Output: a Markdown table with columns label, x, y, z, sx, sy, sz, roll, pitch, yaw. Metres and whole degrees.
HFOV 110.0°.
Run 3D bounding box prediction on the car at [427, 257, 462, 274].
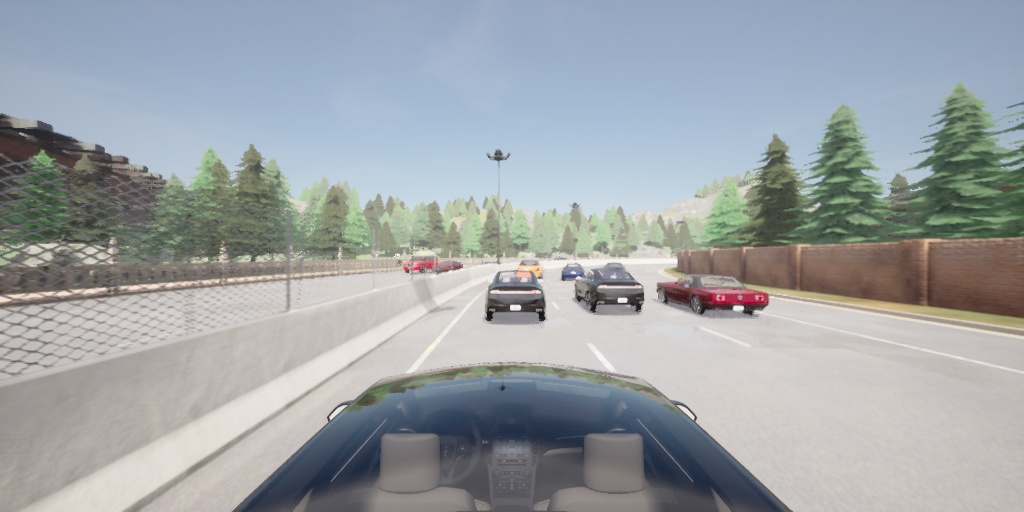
| label | x | y | z | sx | sy | sz | roll | pitch | yaw |
| --- | --- | --- | --- | --- | --- | --- | --- | --- | --- |
| car | -7.155 | 1.213 | 40.144 | 1.882 | 1.535 | 5.008 | 0 | 0 | 15 |

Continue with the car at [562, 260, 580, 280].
| label | x | y | z | sx | sy | sz | roll | pitch | yaw |
| --- | --- | --- | --- | --- | --- | --- | --- | --- | --- |
| car | 5.291 | 1.303 | 30.729 | 1.994 | 1.385 | 4.181 | 0 | 0 | 10 |

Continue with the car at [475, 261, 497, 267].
| label | x | y | z | sx | sy | sz | roll | pitch | yaw |
| --- | --- | --- | --- | --- | --- | --- | --- | --- | --- |
| car | -2.895 | 1.260 | 42.470 | 1.812 | 1.442 | 4.674 | 0 | 0 | 16 |

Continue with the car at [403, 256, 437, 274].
| label | x | y | z | sx | sy | sz | roll | pitch | yaw |
| --- | --- | --- | --- | --- | --- | --- | --- | --- | --- |
| car | -10.398 | 0.959 | 41.665 | 2.150 | 2.045 | 5.566 | 0 | 0 | 15 |

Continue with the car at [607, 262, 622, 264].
| label | x | y | z | sx | sy | sz | roll | pitch | yaw |
| --- | --- | --- | --- | --- | --- | --- | --- | --- | --- |
| car | 8.889 | 1.265 | 31.102 | 1.812 | 1.442 | 4.674 | 0 | 0 | 11 |

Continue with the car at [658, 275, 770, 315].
| label | x | y | z | sx | sy | sz | roll | pitch | yaw |
| --- | --- | --- | --- | --- | --- | --- | --- | --- | --- |
| car | 7.139 | 1.347 | 13.462 | 1.895 | 1.301 | 4.718 | 0 | 0 | 1 |

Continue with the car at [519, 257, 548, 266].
| label | x | y | z | sx | sy | sz | roll | pitch | yaw |
| --- | --- | --- | --- | --- | --- | --- | --- | --- | --- |
| car | 1.576 | 1.092 | 29.811 | 2.097 | 1.767 | 4.553 | 0 | 0 | 9 |

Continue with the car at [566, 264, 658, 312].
| label | x | y | z | sx | sy | sz | roll | pitch | yaw |
| --- | --- | --- | --- | --- | --- | --- | --- | --- | --- |
| car | 3.661 | 1.237 | 14.156 | 2.128 | 1.511 | 4.902 | 0 | 0 | 1 |

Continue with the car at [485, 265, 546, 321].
| label | x | y | z | sx | sy | sz | roll | pitch | yaw |
| --- | --- | --- | --- | --- | --- | --- | --- | --- | --- |
| car | 0.132 | 1.238 | 12.506 | 2.128 | 1.511 | 4.902 | 0 | 0 | 1 |
